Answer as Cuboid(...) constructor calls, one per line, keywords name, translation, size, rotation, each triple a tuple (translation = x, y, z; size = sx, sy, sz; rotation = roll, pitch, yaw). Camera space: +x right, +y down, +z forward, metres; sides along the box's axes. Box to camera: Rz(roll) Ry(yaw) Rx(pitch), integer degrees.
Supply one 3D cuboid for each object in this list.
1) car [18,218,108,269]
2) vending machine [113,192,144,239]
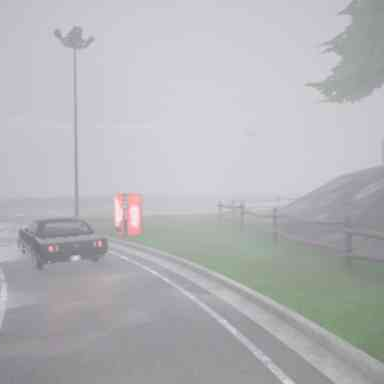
Cuboid(name="car", translation=(-4.463, 1.520, 11.006), size=(1.895, 1.301, 4.718), rotation=(-1, 1, -34))
Cuboid(name="vending machine", translation=(-2.986, 1.053, 15.558), size=(1.100, 2.100, 0.880), rotation=(-1, 1, -43))
